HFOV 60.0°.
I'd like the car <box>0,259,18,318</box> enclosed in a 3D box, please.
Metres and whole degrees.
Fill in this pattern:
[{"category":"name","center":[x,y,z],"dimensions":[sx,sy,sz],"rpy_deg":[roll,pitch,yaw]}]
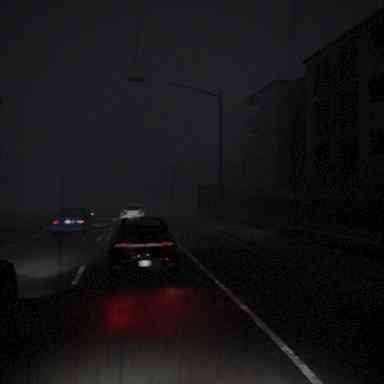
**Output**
[{"category":"car","center":[-4.023,1.516,4.475],"dimensions":[2.128,1.511,4.902],"rpy_deg":[0,0,-8]}]

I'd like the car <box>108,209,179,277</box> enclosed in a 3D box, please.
[{"category":"car","center":[-1.570,1.516,10.433],"dimensions":[2.128,1.511,4.902],"rpy_deg":[0,0,-10]}]

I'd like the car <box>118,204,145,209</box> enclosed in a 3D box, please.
[{"category":"car","center":[-4.507,1.585,24.899],"dimensions":[1.812,1.442,4.674],"rpy_deg":[0,0,-12]}]

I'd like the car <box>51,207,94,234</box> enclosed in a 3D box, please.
[{"category":"car","center":[-6.952,1.608,19.685],"dimensions":[2.033,1.411,5.357],"rpy_deg":[0,0,-12]}]
